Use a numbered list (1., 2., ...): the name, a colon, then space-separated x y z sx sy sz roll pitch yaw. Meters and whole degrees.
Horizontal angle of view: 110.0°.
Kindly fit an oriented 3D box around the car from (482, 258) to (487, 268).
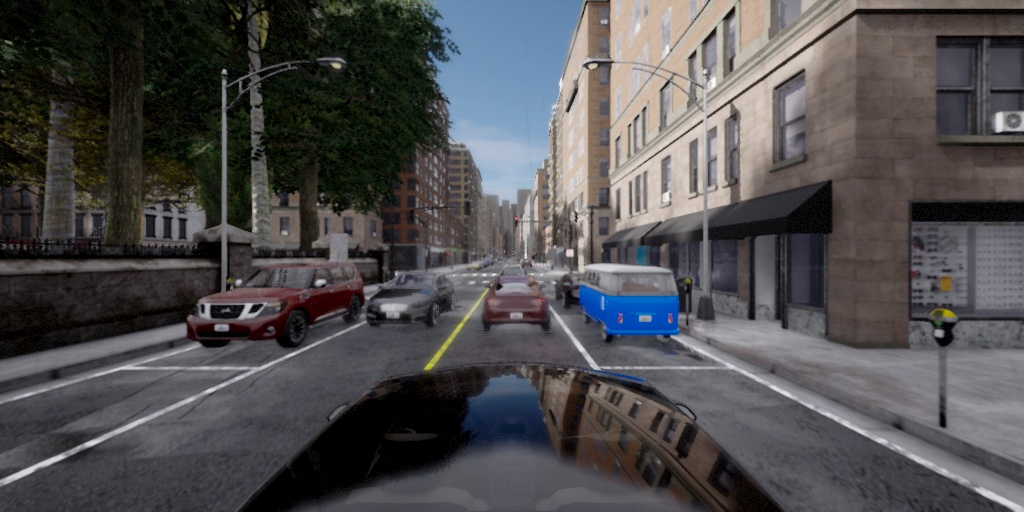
1. car: -5.616 1.458 58.651 2.007 1.370 4.403 0 0 0

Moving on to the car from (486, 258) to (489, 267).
1. car: -5.611 1.470 64.102 1.888 1.381 4.507 0 0 0

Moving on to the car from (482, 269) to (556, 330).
1. car: 0.114 1.305 11.120 1.812 1.442 4.674 0 0 0

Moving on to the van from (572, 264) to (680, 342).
1. van: 2.863 1.116 9.544 1.690 1.789 3.998 0 0 0

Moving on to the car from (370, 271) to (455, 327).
1. car: -3.061 1.273 11.716 2.128 1.511 4.902 0 0 0

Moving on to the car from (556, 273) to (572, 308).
1. car: 2.869 1.357 15.204 1.948 1.339 4.313 0 0 0

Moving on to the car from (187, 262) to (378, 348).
1. car: -5.661 1.089 9.512 2.192 1.841 5.009 0 0 0

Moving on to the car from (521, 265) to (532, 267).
1. car: 0.093 1.410 21.405 1.895 1.301 4.718 0 0 -1

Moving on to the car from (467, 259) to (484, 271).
1. car: -5.621 1.417 53.030 1.751 1.417 4.829 0 0 0
